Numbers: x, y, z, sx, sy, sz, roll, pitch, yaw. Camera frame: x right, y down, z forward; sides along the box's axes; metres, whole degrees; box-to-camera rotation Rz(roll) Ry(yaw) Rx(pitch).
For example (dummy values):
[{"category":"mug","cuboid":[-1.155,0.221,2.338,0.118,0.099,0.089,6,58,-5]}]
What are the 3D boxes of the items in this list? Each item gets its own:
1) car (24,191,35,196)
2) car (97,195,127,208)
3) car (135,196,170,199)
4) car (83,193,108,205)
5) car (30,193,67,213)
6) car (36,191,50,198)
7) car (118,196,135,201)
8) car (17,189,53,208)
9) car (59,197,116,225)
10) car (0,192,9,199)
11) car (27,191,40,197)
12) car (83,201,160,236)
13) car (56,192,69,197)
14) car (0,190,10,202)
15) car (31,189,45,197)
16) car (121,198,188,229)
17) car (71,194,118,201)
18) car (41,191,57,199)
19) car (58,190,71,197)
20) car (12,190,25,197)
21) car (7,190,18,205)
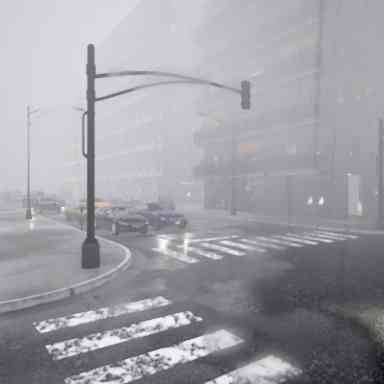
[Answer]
[{"category":"car","cuboid":[-41.787,0.329,85.431,1.947,1.339,4.313,1,0,-35]},{"category":"car","cuboid":[-9.689,1.056,39.941,2.008,1.369,4.403,1,0,-35]},{"category":"car","cuboid":[-3.267,1.096,30.842,1.967,1.590,4.097,1,0,-35]},{"category":"car","cuboid":[-12.996,0.953,44.628,1.752,1.417,4.829,1,0,-35]},{"category":"car","cuboid":[-13.346,1.113,30.587,1.887,1.381,4.507,1,0,-35]},{"category":"car","cuboid":[-32.157,0.529,71.783,1.887,1.381,4.507,1,0,-35]},{"category":"car","cuboid":[-6.479,1.131,35.392,2.008,1.369,4.403,1,0,-35]},{"category":"car","cuboid":[-16.551,0.808,35.136,2.192,1.841,5.009,1,0,-35]},{"category":"car","cuboid":[-6.828,1.248,21.350,1.752,1.417,4.829,1,0,-35]},{"category":"car","cuboid":[-35.814,0.612,62.431,1.947,1.339,4.313,1,0,-35]},{"category":"car","cuboid":[-38.577,0.387,80.882,2.008,1.369,4.403,1,0,-35]},{"category":"car","cuboid":[-3.716,1.347,16.940,2.008,1.369,4.403,1,0,-35]},{"category":"car","cuboid":[-16.431,1.013,39.474,1.994,1.385,4.181,0,1,-35]},{"category":"car","cuboid":[-26.180,0.583,48.783,2.192,1.841,5.009,1,0,-35]},{"category":"car","cuboid":[-35.362,0.225,76.331,2.192,1.841,5.009,1,0,-35]},{"category":"car","cuboid":[-2.138,1.313,19.173,1.812,1.442,4.674,0,1,-37]},{"category":"car","cuboid":[-8.293,1.119,27.904,1.882,1.535,5.008,0,1,-35]},{"category":"car","cuboid":[-28.947,0.609,67.235,2.008,1.369,4.403,1,0,-35]},{"category":"car","cuboid":[-22.523,0.521,58.136,2.192,1.841,5.009,1,0,-35]},{"category":"car","cuboid":[-43.174,0.302,82.714,2.128,1.511,4.902,0,1,-35]},{"category":"car","cuboid":[-22.877,0.870,44.095,1.752,1.417,4.829,1,0,-35]}]
